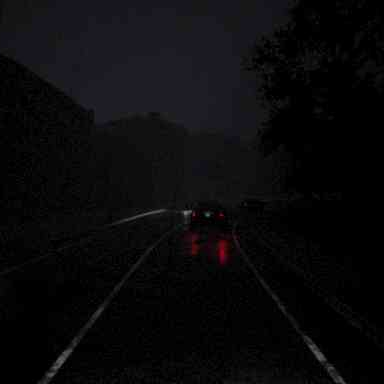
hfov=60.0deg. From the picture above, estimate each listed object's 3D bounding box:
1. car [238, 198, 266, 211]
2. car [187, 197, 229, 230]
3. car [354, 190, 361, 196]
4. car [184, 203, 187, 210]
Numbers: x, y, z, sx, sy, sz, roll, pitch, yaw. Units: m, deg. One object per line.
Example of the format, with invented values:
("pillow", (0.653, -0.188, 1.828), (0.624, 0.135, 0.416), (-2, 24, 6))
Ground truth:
("car", (7.107, 1.418, 39.045), (2.033, 1.411, 5.357), (0, 0, 29))
("car", (1.194, 1.335, 21.018), (2.097, 1.767, 4.553), (0, 0, 8))
("car", (32.763, 0.451, 67.099), (4.892, 1.490, 1.837), (-2, 0, -28))
("car", (0.760, 1.428, 40.920), (1.837, 1.490, 4.892), (-1, 0, 26))
